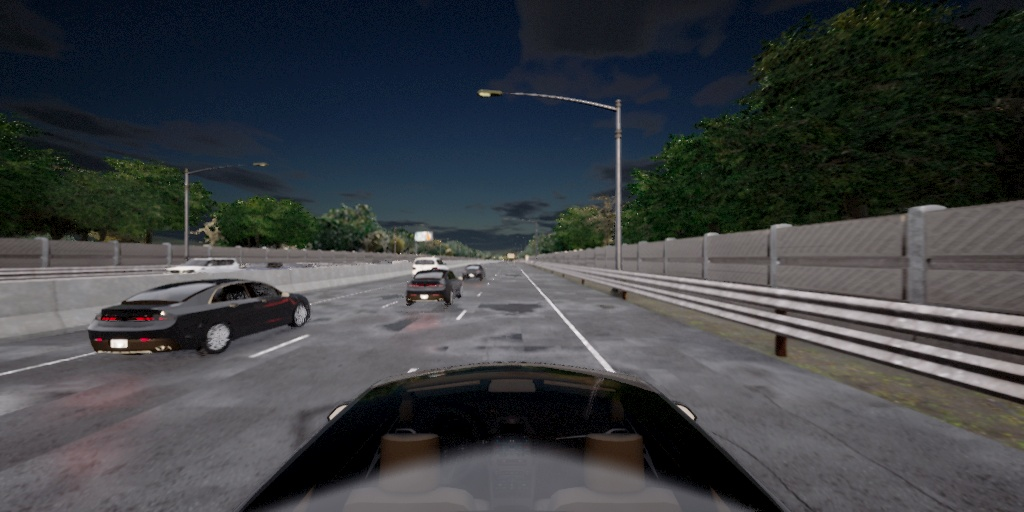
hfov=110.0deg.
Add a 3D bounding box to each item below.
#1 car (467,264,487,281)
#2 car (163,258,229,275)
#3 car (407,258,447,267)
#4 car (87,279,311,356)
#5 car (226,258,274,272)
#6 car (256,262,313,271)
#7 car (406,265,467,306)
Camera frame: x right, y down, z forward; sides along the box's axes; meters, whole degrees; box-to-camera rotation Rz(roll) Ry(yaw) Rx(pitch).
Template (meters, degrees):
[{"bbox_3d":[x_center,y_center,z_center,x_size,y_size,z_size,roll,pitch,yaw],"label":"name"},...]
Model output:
[{"bbox_3d":[-3.470,1.489,32.890,1.812,1.442,4.674,0,0,0],"label":"car"},{"bbox_3d":[-24.658,1.161,28.852,2.150,2.045,5.566,0,0,0],"label":"car"},{"bbox_3d":[-6.966,1.172,30.894,2.150,2.045,5.566,0,0,0],"label":"car"},{"bbox_3d":[-6.929,1.307,8.751,1.837,1.490,4.892,0,0,0],"label":"car"},{"bbox_3d":[-21.159,1.301,30.388,2.097,1.767,4.553,0,0,0],"label":"car"},{"bbox_3d":[-17.658,1.431,28.961,2.128,1.511,4.902,0,0,0],"label":"car"},{"bbox_3d":[-3.433,1.359,16.446,1.837,1.490,4.892,0,0,0],"label":"car"}]
